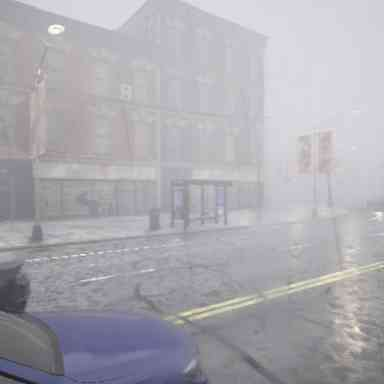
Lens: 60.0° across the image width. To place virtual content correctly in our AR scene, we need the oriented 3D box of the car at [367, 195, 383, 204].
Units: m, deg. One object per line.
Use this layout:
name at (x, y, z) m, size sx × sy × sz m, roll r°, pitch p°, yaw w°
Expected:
car at (34.013, 1.287, 59.763) m, size 2.002 × 1.452 × 4.674 m, roll 0°, pitch 0°, yaw -16°

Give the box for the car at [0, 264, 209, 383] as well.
car at (-2.021, 1.527, 2.304) m, size 4.674 × 1.442 × 1.812 m, roll 0°, pitch 0°, yaw -35°

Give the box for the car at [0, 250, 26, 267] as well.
car at (-5.050, 1.483, 4.693) m, size 5.008 × 1.535 × 1.882 m, roll 0°, pitch 0°, yaw -36°

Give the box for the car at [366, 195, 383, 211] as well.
car at (21.298, 1.331, 37.655) m, size 1.882 × 1.535 × 5.008 m, roll 0°, pitch 0°, yaw 11°
